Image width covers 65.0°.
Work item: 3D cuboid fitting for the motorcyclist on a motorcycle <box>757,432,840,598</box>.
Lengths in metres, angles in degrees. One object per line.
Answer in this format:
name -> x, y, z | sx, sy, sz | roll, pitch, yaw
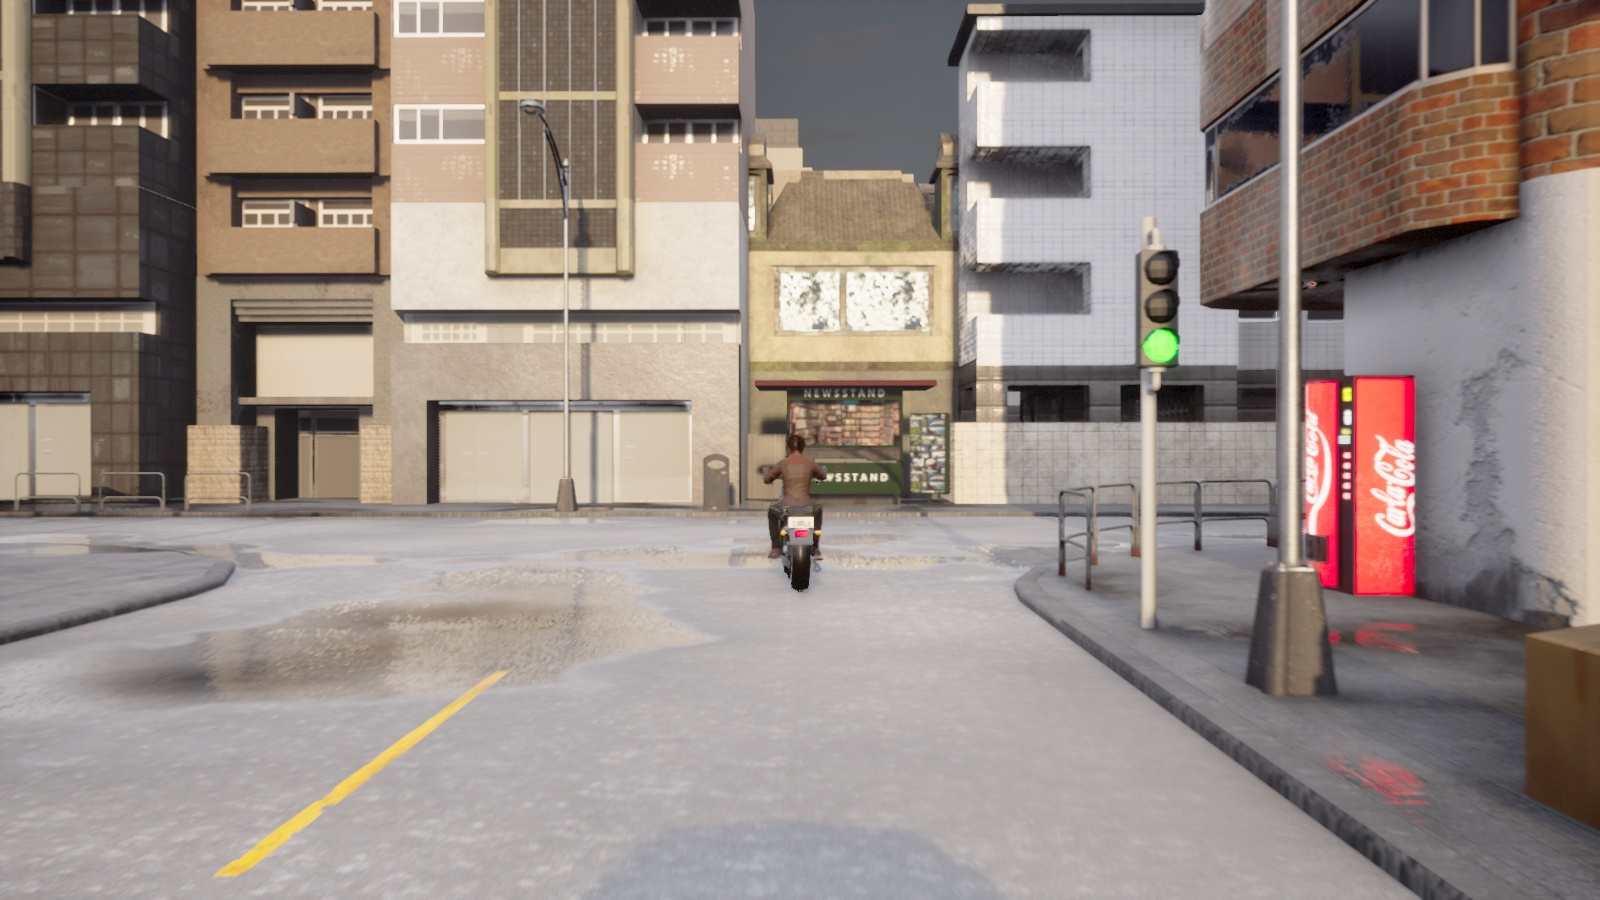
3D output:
motorcyclist on a motorcycle -> -0.054, 0.644, 13.675 | 0.766, 1.649, 2.350 | 0, 0, -3
